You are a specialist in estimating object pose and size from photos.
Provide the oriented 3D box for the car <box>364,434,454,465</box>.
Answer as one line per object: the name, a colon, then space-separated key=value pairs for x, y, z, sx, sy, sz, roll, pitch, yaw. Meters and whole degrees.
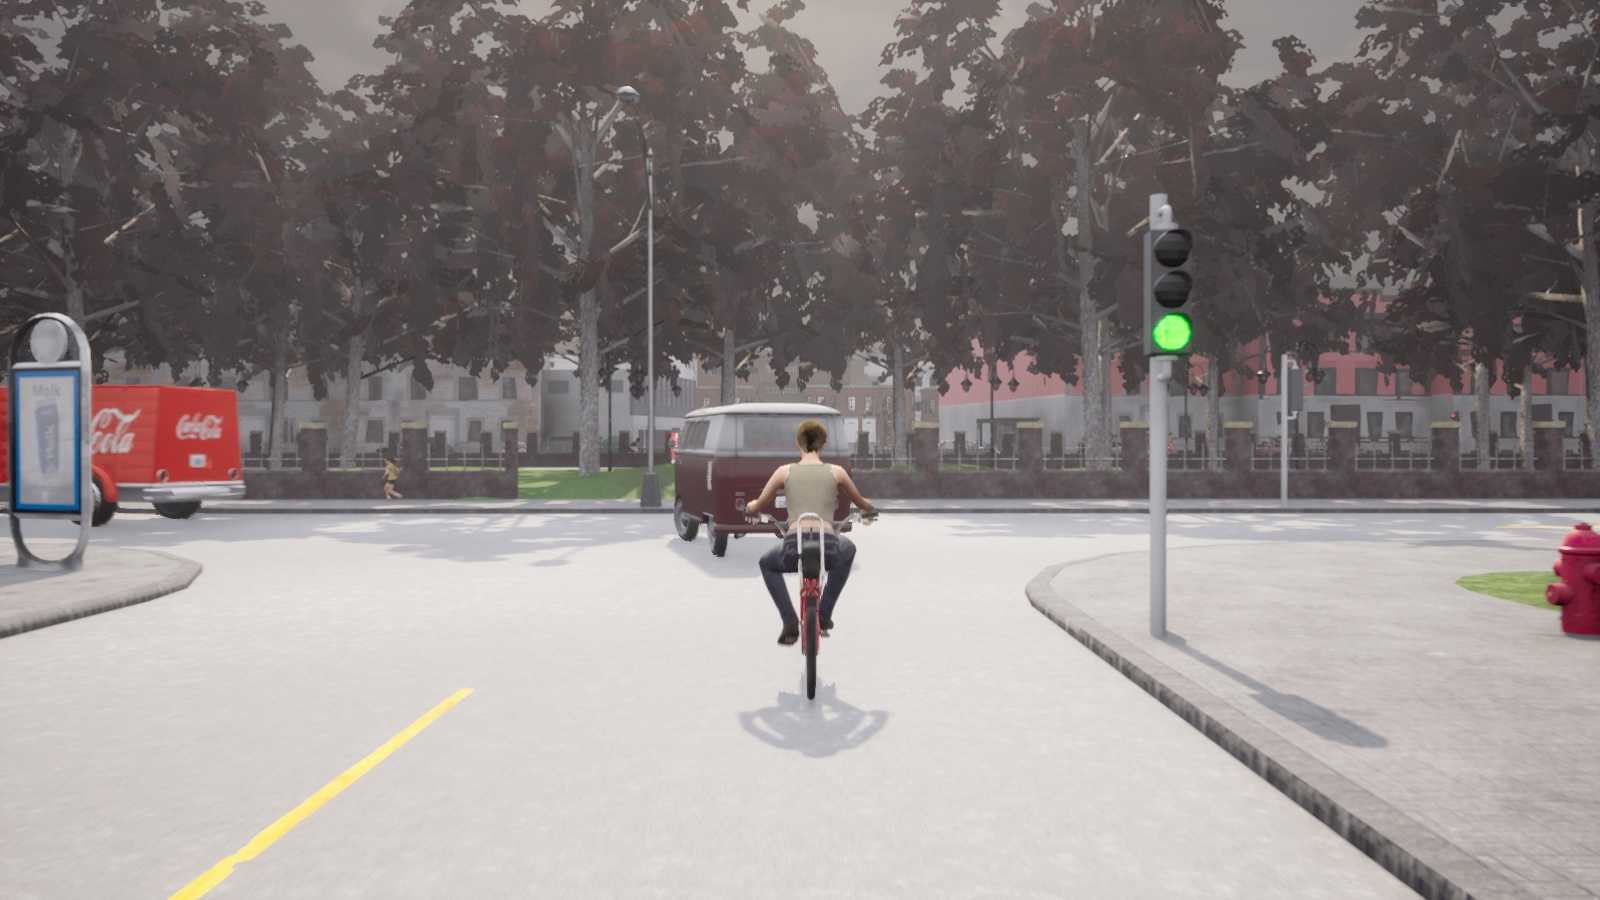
car: x=-22.561 y=-0.037 z=72.660 sx=4.553 sy=1.767 sz=2.097 roll=0 pitch=0 yaw=0

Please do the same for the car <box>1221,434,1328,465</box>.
car: x=25.799 y=-0.042 z=68.460 sx=5.027 sy=1.651 sz=2.152 roll=0 pitch=0 yaw=1

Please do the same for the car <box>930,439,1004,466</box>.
car: x=9.068 y=0.131 z=68.526 sx=3.806 sy=1.475 sz=1.970 roll=0 pitch=0 yaw=0

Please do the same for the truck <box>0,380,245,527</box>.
truck: x=-13.260 y=0.052 z=22.912 sx=5.204 sy=2.467 sz=2.627 roll=0 pitch=0 yaw=13

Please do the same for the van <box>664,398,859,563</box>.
van: x=-0.685 y=0.349 z=17.468 sx=1.775 sy=1.987 sz=4.442 roll=0 pitch=1 yaw=-14

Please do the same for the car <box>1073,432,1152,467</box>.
car: x=17.014 y=-0.032 z=68.487 sx=3.866 sy=1.878 sz=1.905 roll=0 pitch=0 yaw=0

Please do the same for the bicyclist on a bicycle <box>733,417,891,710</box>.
bicyclist on a bicycle: x=0.063 y=0.617 z=7.651 sx=0.866 sy=1.612 sz=1.509 roll=0 pitch=0 yaw=0

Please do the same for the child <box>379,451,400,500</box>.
child: x=-9.365 y=0.582 z=28.659 sx=0.394 sy=1.110 sz=0.255 roll=0 pitch=0 yaw=0
